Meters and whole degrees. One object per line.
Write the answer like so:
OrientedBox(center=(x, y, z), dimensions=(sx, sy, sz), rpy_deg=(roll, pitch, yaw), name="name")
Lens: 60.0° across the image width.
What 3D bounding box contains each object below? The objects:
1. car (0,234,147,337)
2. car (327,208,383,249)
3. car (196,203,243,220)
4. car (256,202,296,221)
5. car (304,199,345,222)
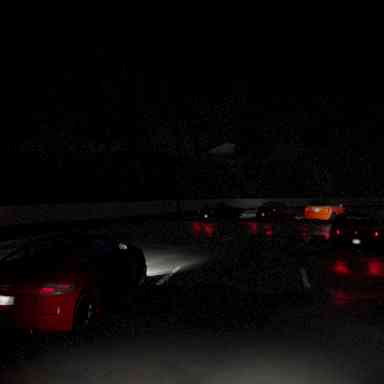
OrientedBox(center=(-2.384, 1.540, 6.811), dimensions=(1.994, 1.385, 4.181), rpy_deg=(0, 0, 10), name="car")
OrientedBox(center=(7.243, 1.604, 14.791), dimensions=(1.895, 1.301, 4.718), rpy_deg=(0, 0, 24), name="car")
OrientedBox(center=(2.378, 1.559, 27.333), dimensions=(1.895, 1.301, 4.718), rpy_deg=(0, 0, 35), name="car")
OrientedBox(center=(6.798, 1.504, 26.952), dimensions=(1.812, 1.442, 4.674), rpy_deg=(0, 0, 38), name="car")
OrientedBox(center=(10.384, 1.349, 25.722), dimensions=(2.097, 1.767, 4.553), rpy_deg=(0, 0, 39), name="car")
